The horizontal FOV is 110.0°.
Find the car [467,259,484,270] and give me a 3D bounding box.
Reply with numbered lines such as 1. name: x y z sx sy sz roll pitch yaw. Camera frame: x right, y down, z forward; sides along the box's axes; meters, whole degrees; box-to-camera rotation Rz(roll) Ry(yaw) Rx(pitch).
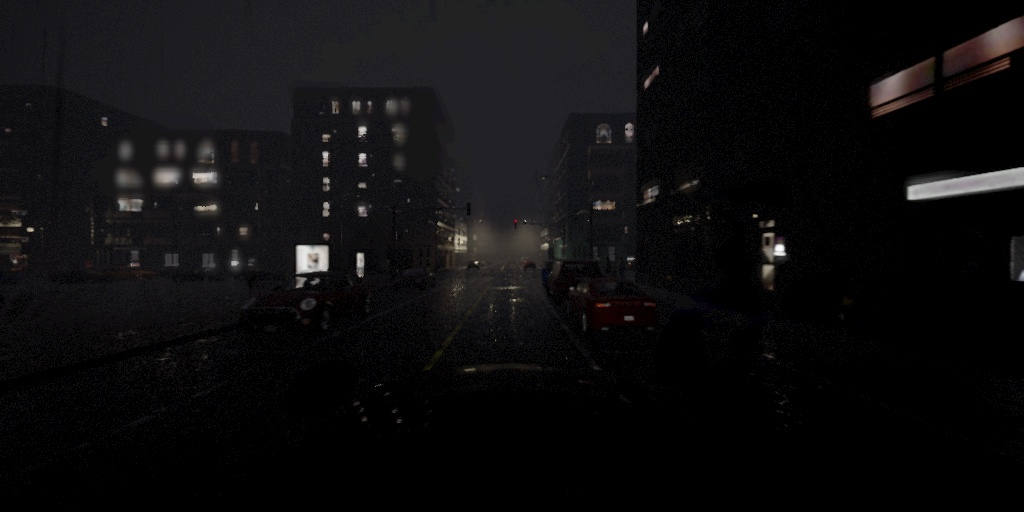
1. car: -5.703 1.297 53.909 1.948 1.339 4.313 0 0 0

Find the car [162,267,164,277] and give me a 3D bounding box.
1. car: -39.172 1.832 40.734 4.207 1.307 1.802 0 0 0

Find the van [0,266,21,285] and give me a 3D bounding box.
1. van: -46.858 1.773 32.190 3.998 1.789 1.690 0 0 0

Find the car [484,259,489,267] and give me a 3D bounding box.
1. car: -5.705 1.298 64.956 1.948 1.339 4.313 0 0 0

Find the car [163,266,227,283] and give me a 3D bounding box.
1. car: -27.969 1.706 32.228 4.403 1.370 2.007 0 0 0

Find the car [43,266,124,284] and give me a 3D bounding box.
1. car: -38.398 1.853 32.197 4.507 1.381 1.888 0 0 0

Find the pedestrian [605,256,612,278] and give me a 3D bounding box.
1. pedestrian: 7.023 0.885 26.063 0.375 1.860 0.375 0 0 0

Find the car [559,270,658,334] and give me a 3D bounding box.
1. car: 2.687 1.290 10.449 1.888 1.381 4.507 0 0 0

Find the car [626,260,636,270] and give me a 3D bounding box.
1. car: 15.764 0.762 41.061 5.009 1.841 2.192 0 0 0

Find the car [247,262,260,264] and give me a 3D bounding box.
1. car: -30.269 1.558 40.851 4.097 1.591 1.967 0 0 0

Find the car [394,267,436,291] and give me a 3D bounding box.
1. car: -5.696 1.322 21.504 1.802 1.307 4.207 0 0 0

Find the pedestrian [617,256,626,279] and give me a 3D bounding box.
1. pedestrian: 8.130 0.903 26.663 0.375 1.860 0.375 0 0 0

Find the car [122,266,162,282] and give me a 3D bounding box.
1. car: -37.736 1.754 34.886 5.008 1.535 1.882 -1 0 0

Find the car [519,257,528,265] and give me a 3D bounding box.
1. car: 2.677 1.296 59.422 1.948 1.339 4.313 0 0 0

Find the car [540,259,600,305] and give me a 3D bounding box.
1. car: 2.686 1.057 15.977 2.192 1.841 5.009 0 0 0

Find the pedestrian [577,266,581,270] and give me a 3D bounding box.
1. pedestrian: 5.120 0.881 27.262 0.375 1.860 0.375 0 0 0

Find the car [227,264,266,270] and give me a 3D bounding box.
1. car: -22.400 1.624 32.269 4.403 1.370 2.007 0 0 0

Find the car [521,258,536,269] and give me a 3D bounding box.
1. car: 2.678 1.312 53.899 1.802 1.307 4.207 0 0 0

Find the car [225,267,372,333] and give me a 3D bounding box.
1. car: -5.694 1.185 10.448 1.967 1.591 4.097 0 0 0
